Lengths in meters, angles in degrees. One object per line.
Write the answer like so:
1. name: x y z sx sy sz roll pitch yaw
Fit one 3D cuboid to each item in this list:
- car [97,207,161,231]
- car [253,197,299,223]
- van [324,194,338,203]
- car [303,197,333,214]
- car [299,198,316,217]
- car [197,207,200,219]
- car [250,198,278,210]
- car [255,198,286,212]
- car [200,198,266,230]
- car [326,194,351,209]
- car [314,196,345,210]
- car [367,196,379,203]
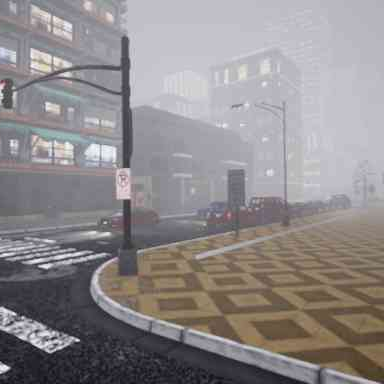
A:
1. car: -3.866 1.611 20.918 1.994 1.385 4.181 -1 -1 36
2. car: 5.954 1.252 25.134 2.192 1.841 5.009 -1 0 36
3. van: 29.430 1.292 70.353 1.690 1.788 3.998 -1 0 36
4. car: 12.584 1.457 34.144 1.887 1.381 4.507 -1 0 36
5. car: 9.271 1.507 29.638 1.802 1.307 4.206 -1 0 36
6. car: 2.338 1.501 29.350 1.882 1.535 5.008 -1 -1 36
7. car: 9.449 1.555 43.181 1.752 1.417 4.829 -1 0 36
8. car: 9.244 1.523 38.718 1.812 1.442 4.674 -1 -1 37
9. car: 2.642 1.390 20.627 1.967 1.590 4.097 -1 0 36
10. car: 19.208 1.202 43.157 2.192 1.841 5.009 -1 0 36
11. car: 15.898 1.451 38.649 2.008 1.369 4.403 -1 0 36
12. car: 35.779 1.366 65.684 1.887 1.381 4.507 -1 0 36
